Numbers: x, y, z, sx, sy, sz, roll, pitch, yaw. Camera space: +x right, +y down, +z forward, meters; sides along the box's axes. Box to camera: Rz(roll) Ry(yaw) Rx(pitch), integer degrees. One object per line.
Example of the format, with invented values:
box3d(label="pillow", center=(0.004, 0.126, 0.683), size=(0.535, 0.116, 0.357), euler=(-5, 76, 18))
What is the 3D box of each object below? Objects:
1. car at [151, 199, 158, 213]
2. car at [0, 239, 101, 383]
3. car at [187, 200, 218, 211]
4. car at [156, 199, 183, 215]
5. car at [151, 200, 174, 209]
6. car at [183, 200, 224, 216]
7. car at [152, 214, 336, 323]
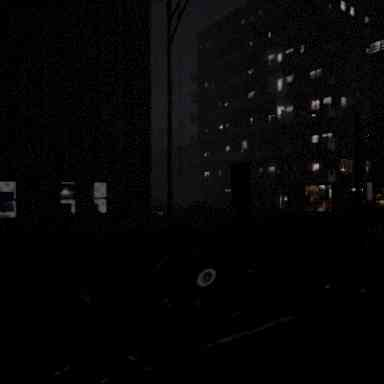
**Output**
box3d(label="car", center=(-5.102, 1.915, 41.649), size=(2.008, 1.369, 4.403), euler=(-1, 0, -36))
box3d(label="car", center=(-3.283, 1.444, 3.757), size=(4.097, 1.590, 1.967), euler=(0, 0, -36))
box3d(label="car", center=(1.409, 1.836, 46.091), size=(1.752, 1.417, 4.829), euler=(-1, 0, -36))
box3d(label="car", center=(-1.793, 1.813, 37.015), size=(1.752, 1.417, 4.829), euler=(-1, 0, -36))
box3d(label="car", center=(-4.908, 2.022, 54.939), size=(1.947, 1.339, 4.313), euler=(-1, 0, -36))
box3d(label="car", center=(1.316, 1.655, 32.657), size=(1.967, 1.590, 4.097), euler=(-1, 0, -36))
box3d(label="car", center=(1.177, 1.410, 7.051), size=(4.097, 1.590, 1.967), euler=(0, 0, -36))
